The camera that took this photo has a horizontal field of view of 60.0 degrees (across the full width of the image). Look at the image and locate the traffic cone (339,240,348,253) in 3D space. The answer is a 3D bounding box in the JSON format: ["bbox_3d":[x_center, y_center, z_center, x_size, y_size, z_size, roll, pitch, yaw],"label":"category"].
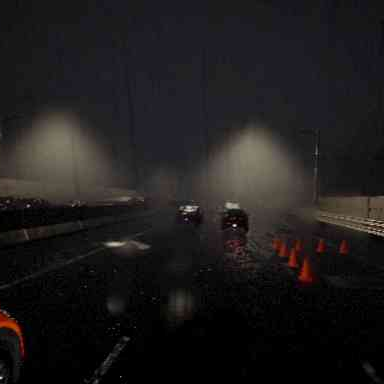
[{"bbox_3d":[6.981,2.486,15.295,0.340,0.580,0.340,3,-1,7],"label":"traffic cone"}]

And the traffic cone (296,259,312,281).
[{"bbox_3d":[3.303,2.240,9.690,0.340,0.580,0.340,3,-1,7],"label":"traffic cone"}]

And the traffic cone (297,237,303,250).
[{"bbox_3d":[4.997,2.397,15.530,0.340,0.580,0.340,3,-1,7],"label":"traffic cone"}]

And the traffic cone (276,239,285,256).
[{"bbox_3d":[3.771,2.315,13.662,0.340,0.580,0.340,3,-1,7],"label":"traffic cone"}]

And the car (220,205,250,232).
[{"bbox_3d":[3.140,1.982,24.444,1.837,1.490,4.892,3,-1,7],"label":"car"}]

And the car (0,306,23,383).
[{"bbox_3d":[-3.041,1.237,1.822,2.097,1.767,4.553,3,-1,7],"label":"car"}]

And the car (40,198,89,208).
[{"bbox_3d":[-10.608,1.394,28.954,2.128,1.511,4.902,3,-1,7],"label":"car"}]

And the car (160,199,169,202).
[{"bbox_3d":[-5.768,2.239,69.257,1.812,1.442,4.674,3,-1,7],"label":"car"}]

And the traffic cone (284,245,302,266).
[{"bbox_3d":[3.538,2.277,11.676,0.340,0.580,0.340,3,-1,7],"label":"traffic cone"}]

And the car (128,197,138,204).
[{"bbox_3d":[-12.452,1.946,72.288,2.128,1.511,4.902,3,-1,7],"label":"car"}]

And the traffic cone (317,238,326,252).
[{"bbox_3d":[5.989,2.442,15.412,0.340,0.580,0.340,3,-1,7],"label":"traffic cone"}]

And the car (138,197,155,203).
[{"bbox_3d":[-9.180,1.923,70.115,2.097,1.767,4.553,3,-1,7],"label":"car"}]

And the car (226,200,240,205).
[{"bbox_3d":[6.782,2.314,55.281,2.150,2.045,5.566,3,-1,7],"label":"car"}]

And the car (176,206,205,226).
[{"bbox_3d":[-0.103,1.851,26.819,2.128,1.511,4.902,3,-1,7],"label":"car"}]

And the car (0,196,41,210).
[{"bbox_3d":[-14.108,1.247,29.137,1.837,1.490,4.892,3,-1,7],"label":"car"}]

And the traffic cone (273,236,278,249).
[{"bbox_3d":[4.005,2.353,15.648,0.340,0.580,0.340,3,-1,7],"label":"traffic cone"}]
